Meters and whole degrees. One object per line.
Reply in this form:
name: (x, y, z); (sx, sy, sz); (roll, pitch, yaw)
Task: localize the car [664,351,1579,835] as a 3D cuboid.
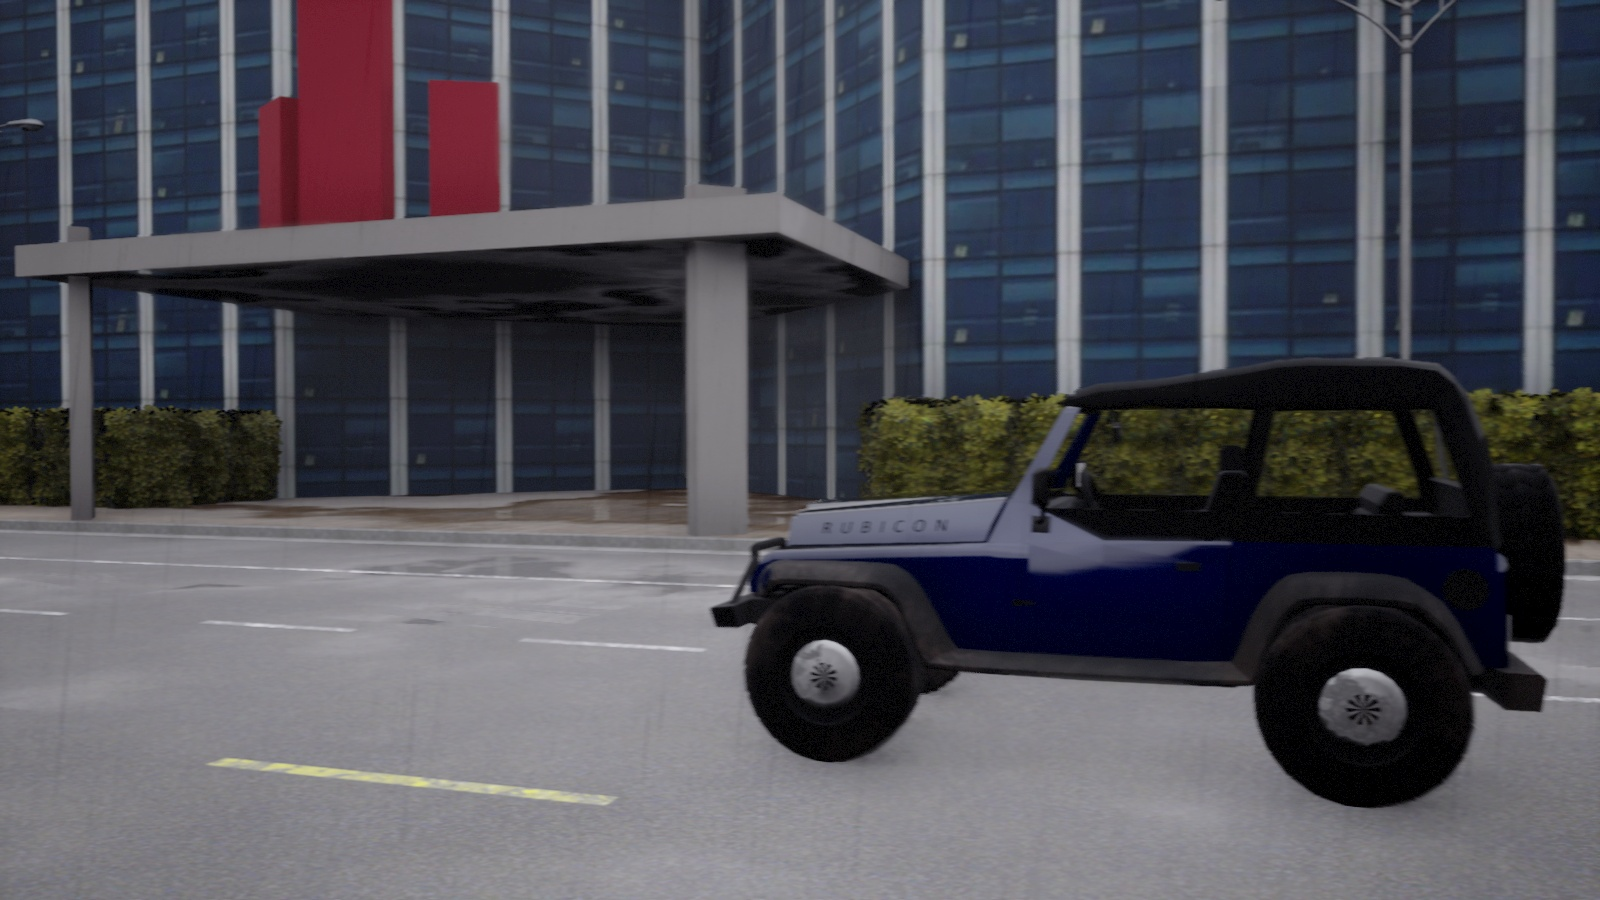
car: (1.479, 0.526, 6.385); (3.866, 1.878, 1.905); (1, 1, 19)
